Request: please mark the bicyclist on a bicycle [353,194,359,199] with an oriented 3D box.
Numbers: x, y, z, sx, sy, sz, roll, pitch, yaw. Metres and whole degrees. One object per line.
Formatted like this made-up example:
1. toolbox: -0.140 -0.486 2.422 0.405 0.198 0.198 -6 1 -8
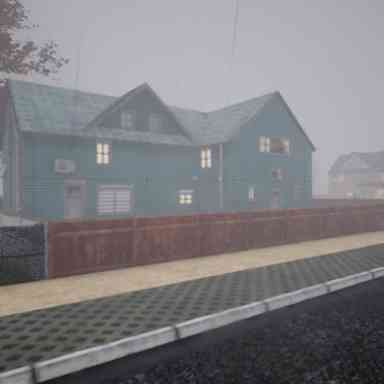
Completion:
1. bicyclist on a bicycle: 18.501 1.085 37.520 1.656 1.620 0.582 -1 1 -36
